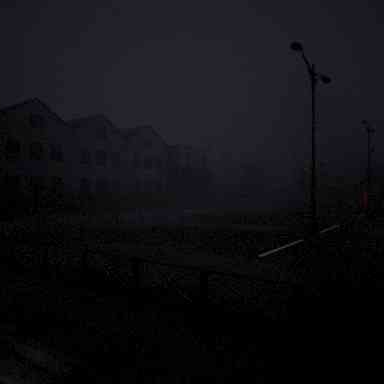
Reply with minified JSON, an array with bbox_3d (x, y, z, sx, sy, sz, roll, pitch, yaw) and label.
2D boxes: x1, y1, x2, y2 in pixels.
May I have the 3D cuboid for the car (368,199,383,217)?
[{"bbox_3d":[15.494,1.298,26.768,2.007,1.523,4.514,0,0,35],"label":"car"}]
